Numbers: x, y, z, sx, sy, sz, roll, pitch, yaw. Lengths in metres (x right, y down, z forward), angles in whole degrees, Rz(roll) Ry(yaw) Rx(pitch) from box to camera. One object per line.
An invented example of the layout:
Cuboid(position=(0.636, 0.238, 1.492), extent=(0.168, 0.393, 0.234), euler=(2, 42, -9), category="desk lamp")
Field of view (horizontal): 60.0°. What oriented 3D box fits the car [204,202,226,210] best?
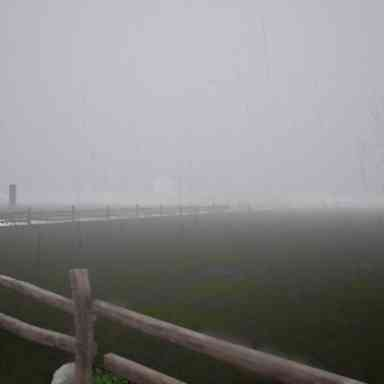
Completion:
Cuboid(position=(4.157, 2.432, 56.938), extent=(2.033, 1.411, 5.357), euler=(-1, -1, 35), category="car")
